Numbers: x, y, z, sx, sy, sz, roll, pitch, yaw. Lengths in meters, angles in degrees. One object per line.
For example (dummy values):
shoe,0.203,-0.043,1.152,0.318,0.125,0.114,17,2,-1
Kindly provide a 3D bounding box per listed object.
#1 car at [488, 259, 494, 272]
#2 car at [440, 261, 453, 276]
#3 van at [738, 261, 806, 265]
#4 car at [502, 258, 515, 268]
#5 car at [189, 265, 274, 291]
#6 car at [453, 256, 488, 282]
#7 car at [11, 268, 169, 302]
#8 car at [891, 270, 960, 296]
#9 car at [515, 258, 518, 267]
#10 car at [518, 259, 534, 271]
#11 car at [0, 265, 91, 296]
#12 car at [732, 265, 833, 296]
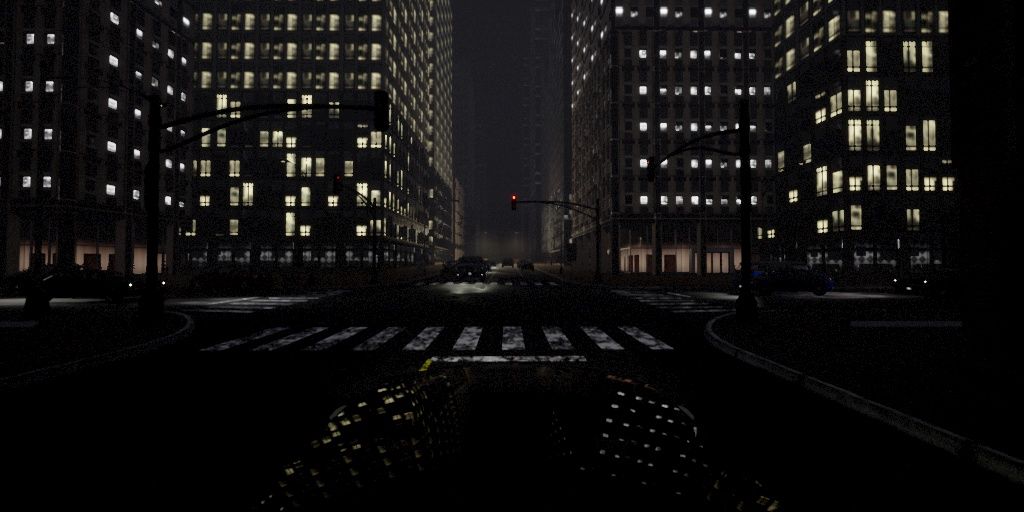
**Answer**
car,-3.718,1.272,47.150,1.837,1.490,4.892,0,0,-1
car,-6.171,1.202,37.036,1.967,1.591,4.097,0,0,-1
van,15.710,1.209,21.824,3.998,1.789,1.690,0,0,-1
car,-0.745,1.124,63.985,2.097,1.767,4.553,0,0,-1
car,-16.761,1.254,21.454,4.097,1.591,1.967,0,0,-1
car,-3.335,0.980,29.653,2.150,2.045,5.566,0,0,-4
car,-18.068,1.300,15.661,4.718,1.301,1.895,0,-1,-1
car,23.562,1.434,19.334,4.718,1.301,1.895,0,-1,-1
car,1.902,1.296,59.687,1.751,1.417,4.829,0,0,-1
car,2.056,1.348,48.362,1.802,1.307,4.207,0,0,-1
car,-23.886,1.245,18.787,4.902,1.511,2.128,0,-1,-1
car,14.519,1.341,19.228,4.674,1.442,1.812,0,-1,-2
